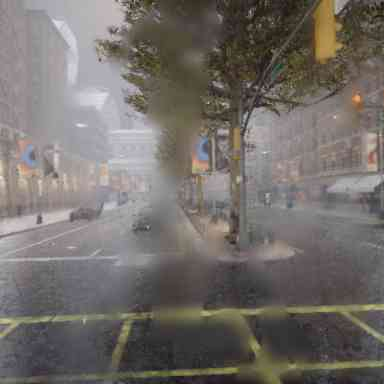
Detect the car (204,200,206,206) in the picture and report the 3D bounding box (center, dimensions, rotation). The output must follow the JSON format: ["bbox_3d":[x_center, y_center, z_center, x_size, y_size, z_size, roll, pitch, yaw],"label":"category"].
[{"bbox_3d":[3.272,1.963,60.835,2.128,1.511,4.902,-1,0,-3],"label":"car"}]

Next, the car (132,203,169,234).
[{"bbox_3d":[-2.592,1.726,21.022,1.837,1.490,4.892,-1,0,-3],"label":"car"}]

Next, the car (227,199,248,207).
[{"bbox_3d":[7.307,1.826,51.462,2.128,1.511,4.902,-1,0,-3],"label":"car"}]

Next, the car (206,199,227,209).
[{"bbox_3d":[3.789,1.892,51.680,1.837,1.490,4.892,-1,0,-3],"label":"car"}]

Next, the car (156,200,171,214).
[{"bbox_3d":[-3.126,1.800,30.497,2.128,1.511,4.902,-1,0,-3],"label":"car"}]

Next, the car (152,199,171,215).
[{"bbox_3d":[-3.694,1.755,40.715,2.097,1.767,4.553,-1,0,-3],"label":"car"}]

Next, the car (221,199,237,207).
[{"bbox_3d":[6.767,1.970,61.032,2.033,1.411,5.357,-1,0,-3],"label":"car"}]

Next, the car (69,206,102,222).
[{"bbox_3d":[-9.805,2.003,30.848,1.895,1.301,4.718,-1,0,-3],"label":"car"}]
